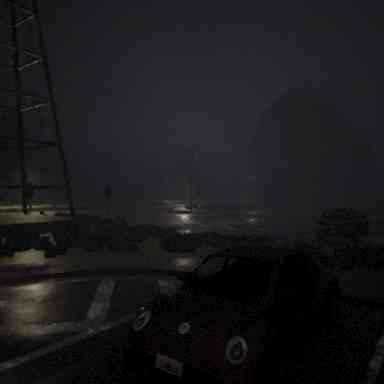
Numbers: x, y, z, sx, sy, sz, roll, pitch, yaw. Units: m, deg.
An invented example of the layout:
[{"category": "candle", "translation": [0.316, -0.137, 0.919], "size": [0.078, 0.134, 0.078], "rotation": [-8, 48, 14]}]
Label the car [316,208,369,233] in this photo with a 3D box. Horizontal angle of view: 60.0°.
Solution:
[{"category": "car", "translation": [7.366, 1.503, 16.128], "size": [1.816, 1.474, 4.193], "rotation": [0, 0, 36]}]

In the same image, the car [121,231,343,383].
[{"category": "car", "translation": [0.888, 1.519, 4.949], "size": [1.784, 1.438, 3.905], "rotation": [0, 0, 36]}]
